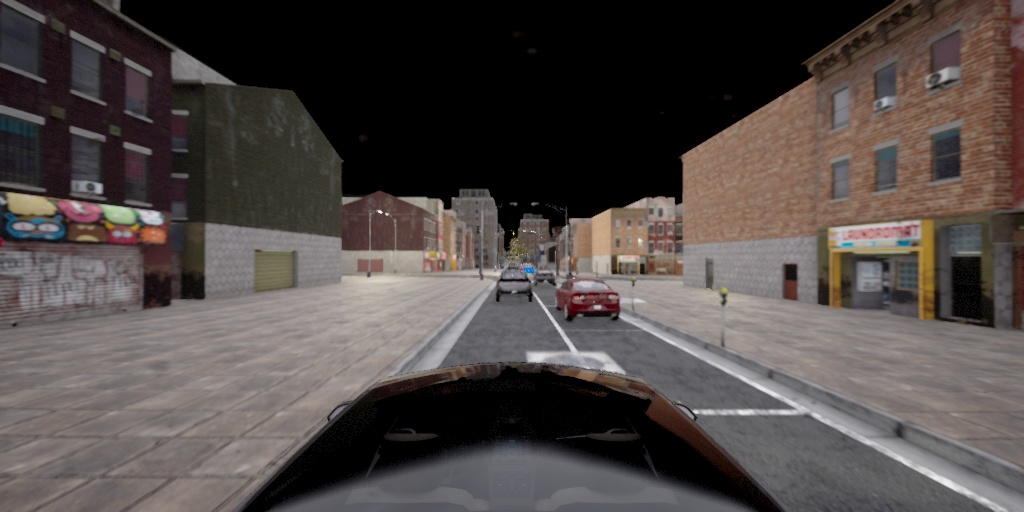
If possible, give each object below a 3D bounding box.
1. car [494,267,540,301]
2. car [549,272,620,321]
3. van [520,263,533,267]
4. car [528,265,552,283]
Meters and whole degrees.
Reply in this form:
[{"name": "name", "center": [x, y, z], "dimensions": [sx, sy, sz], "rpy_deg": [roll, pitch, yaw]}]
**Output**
[{"name": "car", "center": [0.098, 1.509, 19.069], "dimensions": [2.128, 1.511, 4.902], "rpy_deg": [0, -1, 0]}, {"name": "car", "center": [2.635, 1.468, 13.220], "dimensions": [1.888, 1.381, 4.507], "rpy_deg": [0, 0, 0]}, {"name": "van", "center": [2.626, 2.088, 57.043], "dimensions": [1.690, 1.789, 3.998], "rpy_deg": [0, 0, 0]}, {"name": "car", "center": [2.632, 1.760, 30.093], "dimensions": [2.007, 1.370, 4.403], "rpy_deg": [0, 0, 0]}]
